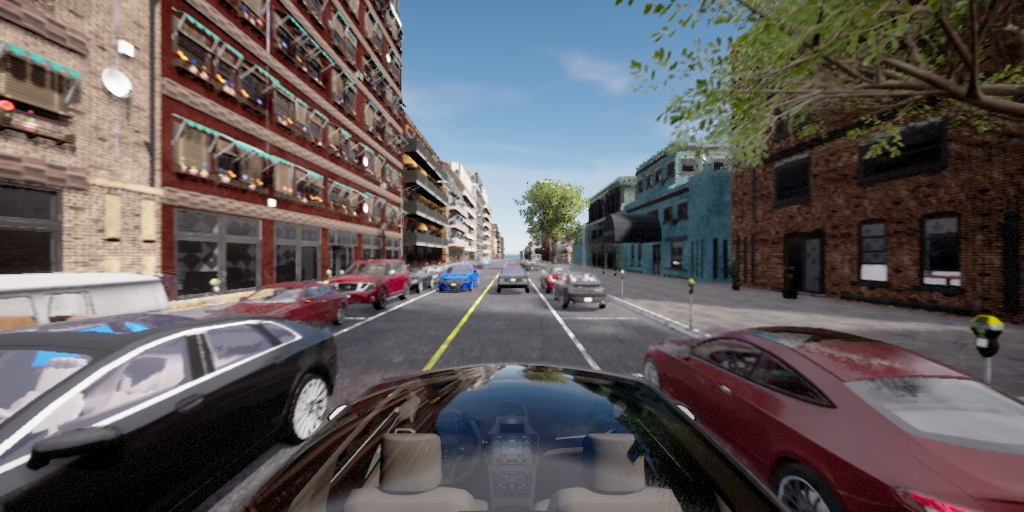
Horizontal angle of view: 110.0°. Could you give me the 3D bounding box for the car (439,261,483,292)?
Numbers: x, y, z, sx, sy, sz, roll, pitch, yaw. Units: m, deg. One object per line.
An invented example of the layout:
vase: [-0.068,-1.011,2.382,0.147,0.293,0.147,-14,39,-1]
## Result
car: [-3.079,1.239,21.476,1.882,1.535,5.008,0,0,0]

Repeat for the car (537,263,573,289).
car: [2.687,1.200,20.543,1.967,1.591,4.097,0,0,0]

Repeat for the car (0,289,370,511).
car: [-3.078,1.242,2.502,2.128,1.511,4.902,0,0,0]

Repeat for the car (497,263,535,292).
car: [0.070,1.309,21.321,2.033,1.411,5.357,0,0,0]

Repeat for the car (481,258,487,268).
car: [-5.701,1.382,60.420,1.948,1.339,4.313,0,0,0]

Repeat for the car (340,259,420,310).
car: [-5.692,1.070,14.847,2.192,1.841,5.009,0,0,0]

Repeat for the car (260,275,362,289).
car: [-5.691,1.334,9.150,1.802,1.307,4.207,0,0,0]

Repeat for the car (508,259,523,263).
car: [0.092,1.357,47.377,1.994,1.385,4.181,0,0,0]

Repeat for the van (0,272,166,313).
van: [-5.690,1.091,3.454,1.690,1.789,3.998,0,0,0]

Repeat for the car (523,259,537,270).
car: [2.682,1.346,49.027,2.007,1.370,4.403,0,0,0]

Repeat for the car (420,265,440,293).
car: [-5.693,1.326,20.544,1.948,1.339,4.313,0,0,0]

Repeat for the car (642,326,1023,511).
car: [2.690,1.332,3.454,1.802,1.307,4.207,0,0,0]

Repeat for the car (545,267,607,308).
car: [2.688,1.306,14.847,2.007,1.370,4.403,0,0,0]
